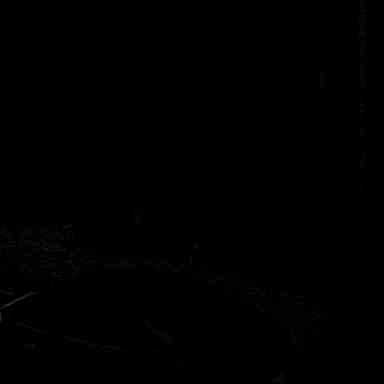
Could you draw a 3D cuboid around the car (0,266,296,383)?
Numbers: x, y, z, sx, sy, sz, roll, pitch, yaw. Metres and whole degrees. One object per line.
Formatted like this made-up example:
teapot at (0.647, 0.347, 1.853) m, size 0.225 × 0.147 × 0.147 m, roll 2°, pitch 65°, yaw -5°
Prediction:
car at (-1.034, 1.570, 3.816) m, size 4.313 × 1.339 × 1.947 m, roll 0°, pitch 0°, yaw 35°
